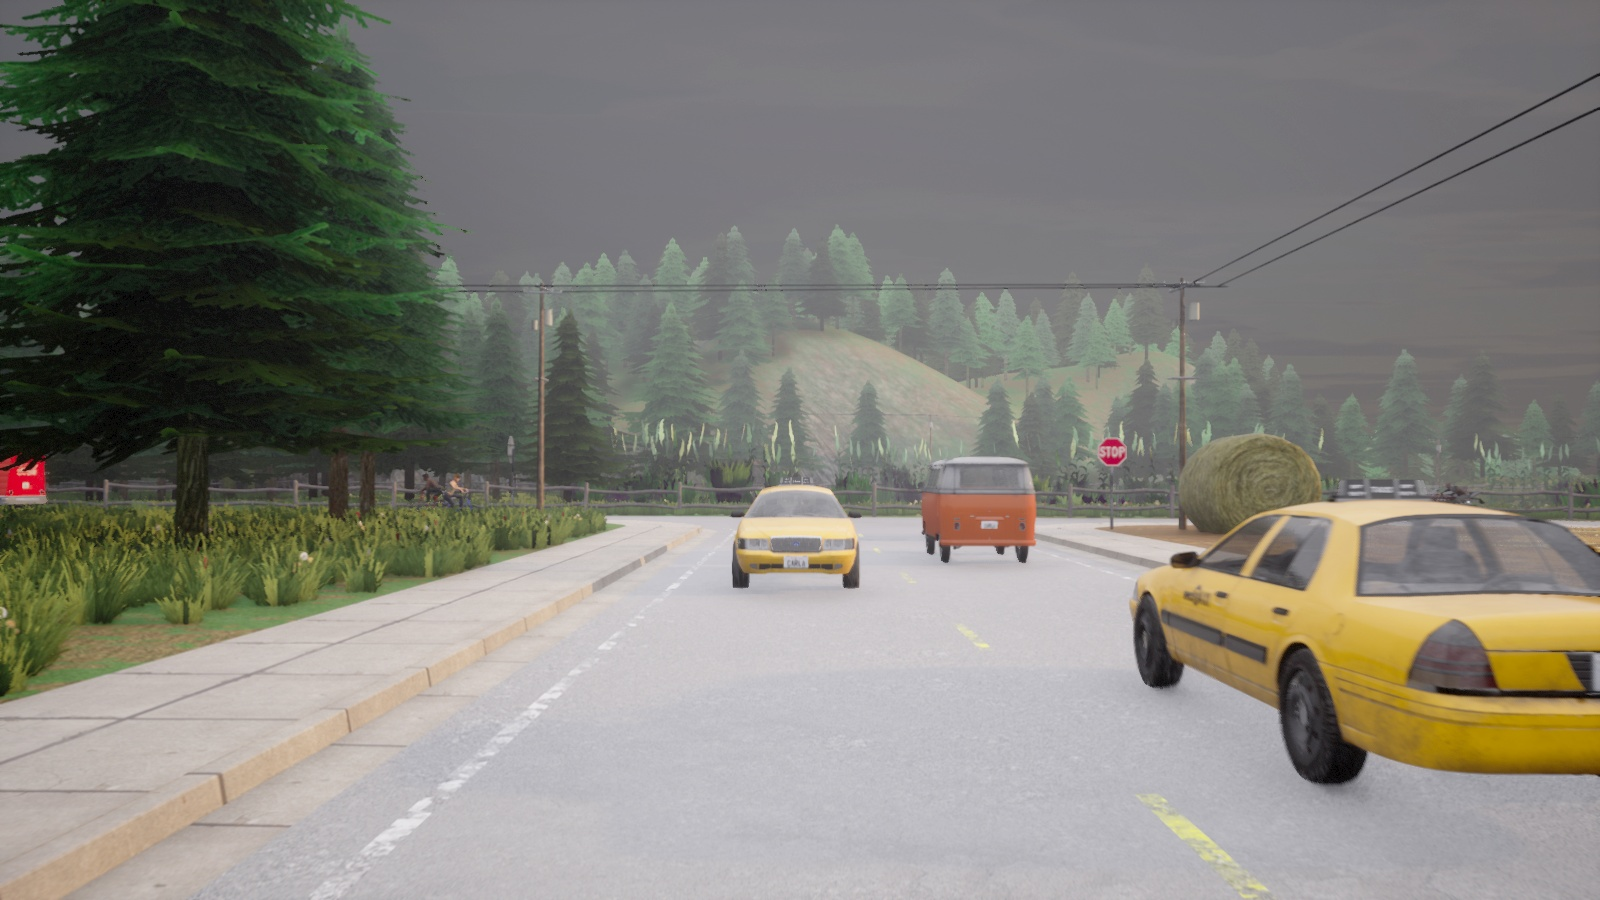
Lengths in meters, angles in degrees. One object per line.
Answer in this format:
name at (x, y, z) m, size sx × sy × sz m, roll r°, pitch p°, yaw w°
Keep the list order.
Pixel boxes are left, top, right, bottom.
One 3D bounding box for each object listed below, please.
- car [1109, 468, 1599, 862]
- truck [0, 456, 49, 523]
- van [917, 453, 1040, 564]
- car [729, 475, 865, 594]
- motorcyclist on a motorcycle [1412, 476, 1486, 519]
car at (3.480, 0.918, 7.735) m, size 1.801 × 1.575 × 5.366 m, roll 0°, pitch -1°, yaw 0°
truck at (-31.860, 1.482, 47.573) m, size 5.204 × 2.467 × 2.627 m, roll 0°, pitch -1°, yaw 1°
van at (3.437, 1.108, 24.905) m, size 1.775 × 1.987 × 4.442 m, roll 0°, pitch -1°, yaw 0°
car at (-0.049, 1.189, 19.439) m, size 1.801 × 1.575 × 5.366 m, roll 0°, pitch -1°, yaw 0°
motorcyclist on a motorcycle at (23.439, 1.725, 45.366) m, size 2.191 × 1.530 × 0.866 m, roll 0°, pitch -1°, yaw 2°
